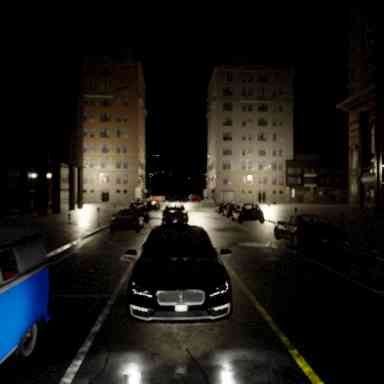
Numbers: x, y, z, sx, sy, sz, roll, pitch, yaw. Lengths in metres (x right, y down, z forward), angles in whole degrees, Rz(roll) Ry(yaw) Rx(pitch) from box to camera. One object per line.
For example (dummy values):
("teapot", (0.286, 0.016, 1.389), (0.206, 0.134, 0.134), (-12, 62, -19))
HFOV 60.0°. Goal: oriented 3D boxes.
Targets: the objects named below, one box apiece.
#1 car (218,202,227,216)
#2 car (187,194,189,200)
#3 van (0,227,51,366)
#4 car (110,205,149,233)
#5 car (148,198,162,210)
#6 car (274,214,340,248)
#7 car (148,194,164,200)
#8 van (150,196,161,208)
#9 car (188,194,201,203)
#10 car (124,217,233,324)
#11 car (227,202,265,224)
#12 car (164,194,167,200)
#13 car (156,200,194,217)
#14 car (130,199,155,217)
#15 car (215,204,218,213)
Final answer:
("car", (3.980, 1.760, 31.901), (1.802, 1.307, 4.206), (0, 0, -3))
("car", (0.288, 1.890, 92.676), (1.887, 1.381, 4.507), (0, 0, -3))
("van", (-2.821, 1.350, 3.262), (1.690, 1.788, 3.998), (0, 0, -3))
("car", (-3.848, 1.674, 20.148), (1.802, 1.307, 4.206), (0, 0, -3))
("car", (-5.216, 1.755, 42.667), (1.947, 1.339, 4.313), (0, 0, -3))
("car", (5.006, 1.654, 15.014), (2.008, 1.369, 4.403), (0, 0, -3))
("car", (-5.557, 1.528, 48.298), (2.192, 1.841, 5.009), (0, 0, -3))
("van", (-5.900, 1.576, 53.928), (1.690, 1.788, 3.998), (0, 0, -3))
("car", (0.975, 1.642, 81.384), (2.192, 1.841, 5.009), (0, 0, -3))
("car", (-0.316, 1.548, 7.543), (1.837, 1.490, 4.892), (0, 0, -4))
("car", (4.322, 1.594, 26.272), (1.967, 1.590, 4.097), (0, 0, -3))
("car", (-7.528, 1.815, 80.724), (1.752, 1.417, 4.829), (0, 0, -3))
("car", (-1.203, 1.611, 23.633), (2.128, 1.511, 4.902), (0, 0, -4))
("car", (-4.190, 1.557, 25.780), (1.967, 1.590, 4.097), (0, 0, -3))
("car", (3.637, 1.747, 37.529), (1.887, 1.381, 4.507), (0, 0, -3))
